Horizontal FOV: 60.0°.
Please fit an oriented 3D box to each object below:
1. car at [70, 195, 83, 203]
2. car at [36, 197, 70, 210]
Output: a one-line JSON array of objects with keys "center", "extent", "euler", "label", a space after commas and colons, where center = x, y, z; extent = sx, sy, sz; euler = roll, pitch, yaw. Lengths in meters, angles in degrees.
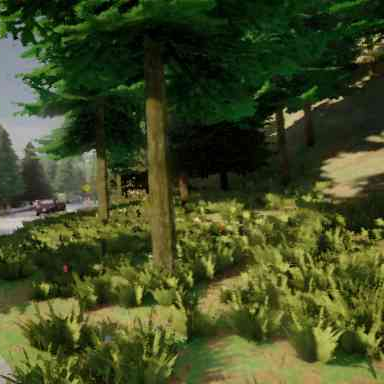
[{"center": [-19.414, 1.263, 55.090], "extent": [2.128, 1.511, 4.902], "euler": [-3, 1, -5], "label": "car"}, {"center": [-13.359, 1.377, 31.640], "extent": [1.812, 1.442, 4.674], "euler": [-3, 1, -8], "label": "car"}]
